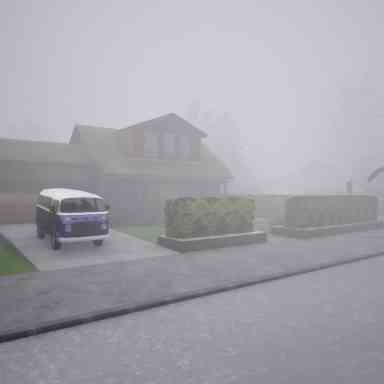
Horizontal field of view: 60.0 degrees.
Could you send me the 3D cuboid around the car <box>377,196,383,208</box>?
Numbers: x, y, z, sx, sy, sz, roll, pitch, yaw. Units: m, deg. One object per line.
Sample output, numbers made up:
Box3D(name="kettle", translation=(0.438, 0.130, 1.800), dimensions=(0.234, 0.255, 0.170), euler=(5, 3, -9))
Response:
Box3D(name="car", translation=(24.555, 0.979, 41.393), dimensions=(3.866, 1.878, 1.905), euler=(0, 0, -1))
